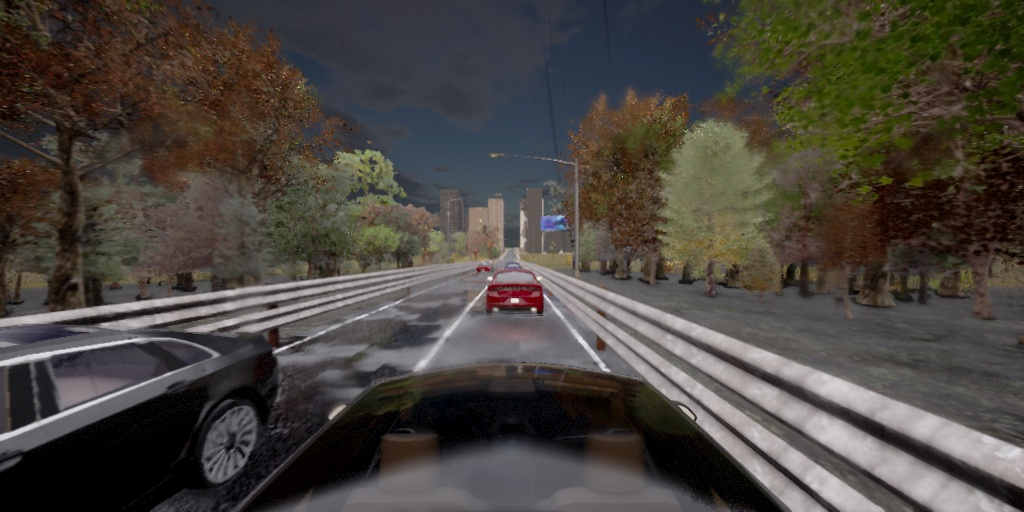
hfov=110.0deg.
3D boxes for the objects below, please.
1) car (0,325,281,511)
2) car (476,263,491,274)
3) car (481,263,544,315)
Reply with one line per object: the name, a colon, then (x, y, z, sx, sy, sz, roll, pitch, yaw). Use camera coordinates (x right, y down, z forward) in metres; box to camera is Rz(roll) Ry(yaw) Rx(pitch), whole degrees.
car: (-3.349, 1.241, 1.749, 2.128, 1.511, 4.902, 0, 0, 0)
car: (-3.334, 1.464, 43.950, 1.895, 1.301, 4.718, 0, 0, 0)
car: (0.095, 1.200, 13.339, 1.882, 1.535, 5.008, 0, 0, 0)
